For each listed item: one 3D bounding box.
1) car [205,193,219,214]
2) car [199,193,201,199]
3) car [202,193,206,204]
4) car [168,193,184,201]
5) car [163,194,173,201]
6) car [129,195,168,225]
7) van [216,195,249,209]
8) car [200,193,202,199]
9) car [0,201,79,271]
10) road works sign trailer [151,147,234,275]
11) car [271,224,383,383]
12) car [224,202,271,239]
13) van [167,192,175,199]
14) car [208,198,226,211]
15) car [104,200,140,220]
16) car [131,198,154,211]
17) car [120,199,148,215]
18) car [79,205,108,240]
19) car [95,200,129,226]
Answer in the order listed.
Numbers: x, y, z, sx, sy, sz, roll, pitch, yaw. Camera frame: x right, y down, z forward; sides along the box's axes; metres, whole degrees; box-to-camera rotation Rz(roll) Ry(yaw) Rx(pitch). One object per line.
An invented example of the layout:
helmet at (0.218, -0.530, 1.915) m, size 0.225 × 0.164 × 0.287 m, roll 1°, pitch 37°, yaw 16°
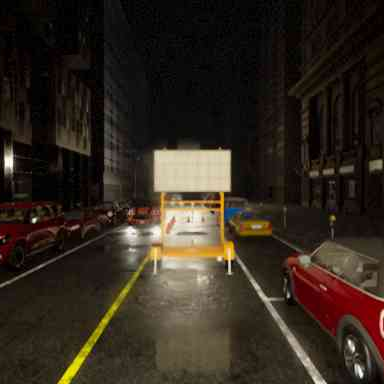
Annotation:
car at (2.814, 1.184, 33.263) m, size 2.192 × 1.841 × 5.009 m, roll 0°, pitch 0°, yaw 0°
car at (2.863, 1.339, 61.273) m, size 1.947 × 1.339 × 4.313 m, roll 0°, pitch 0°, yaw 0°
car at (2.833, 1.145, 44.467) m, size 2.192 × 1.841 × 5.009 m, roll 0°, pitch 0°, yaw 0°
car at (-2.916, 0.980, 65.570) m, size 2.150 × 2.045 × 5.566 m, roll 0°, pitch 0°, yaw 1°
car at (-5.633, 1.262, 78.082) m, size 1.887 × 1.381 × 4.507 m, roll 0°, pitch 0°, yaw 0°
car at (-3.062, 1.260, 22.809) m, size 2.097 × 1.767 × 4.553 m, roll 0°, pitch 0°, yaw 0°
van at (2.795, 1.252, 22.061) m, size 1.690 × 1.788 × 3.998 m, roll 0°, pitch 0°, yaw 0°
car at (2.853, 1.232, 55.671) m, size 1.967 × 1.590 × 4.097 m, roll 0°, pitch 0°, yaw 0°
car at (-5.749, 1.270, 10.857) m, size 2.192 × 1.841 × 5.009 m, roll 0°, pitch 0°, yaw 0°
road works sign trailer at (0.015, 0.422, 10.300) m, size 2.380 × 3.560 × 2.880 m, roll 0°, pitch 0°, yaw 0°
car at (2.766, 1.418, 5.255) m, size 1.967 × 1.590 × 4.097 m, roll 0°, pitch 0°, yaw 0°
car at (2.786, 1.458, 16.630) m, size 1.752 × 1.417 × 4.829 m, roll 0°, pitch 0°, yaw 0°
van at (-5.614, 1.021, 89.287) m, size 1.690 × 1.788 × 3.998 m, roll 0°, pitch 0°, yaw 0°
car at (2.825, 1.431, 38.866) m, size 1.802 × 1.307 × 4.206 m, roll 0°, pitch 0°, yaw 0°
car at (-5.720, 1.441, 27.664) m, size 2.008 × 1.369 × 4.403 m, roll 0°, pitch 0°, yaw 0°
car at (-5.700, 1.415, 38.868) m, size 1.947 × 1.339 × 4.313 m, roll 0°, pitch 0°, yaw 0°
car at (-5.710, 1.435, 33.266) m, size 1.947 × 1.339 × 4.313 m, roll 0°, pitch 0°, yaw 0°
car at (-5.739, 1.515, 16.460) m, size 1.802 × 1.307 × 4.206 m, roll 0°, pitch 0°, yaw 0°
car at (-5.730, 1.351, 22.061) m, size 1.967 × 1.590 × 4.097 m, roll 0°, pitch 0°, yaw 0°
